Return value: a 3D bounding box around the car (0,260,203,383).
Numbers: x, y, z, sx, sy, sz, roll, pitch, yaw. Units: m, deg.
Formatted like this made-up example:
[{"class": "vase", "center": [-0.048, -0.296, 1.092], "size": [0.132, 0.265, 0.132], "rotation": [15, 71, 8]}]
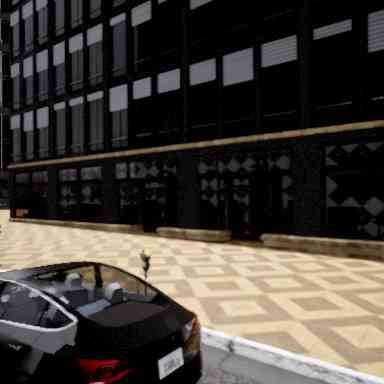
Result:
[{"class": "car", "center": [-1.880, 1.559, 4.188], "size": [4.313, 1.339, 1.947], "rotation": [0, -1, 36]}]
